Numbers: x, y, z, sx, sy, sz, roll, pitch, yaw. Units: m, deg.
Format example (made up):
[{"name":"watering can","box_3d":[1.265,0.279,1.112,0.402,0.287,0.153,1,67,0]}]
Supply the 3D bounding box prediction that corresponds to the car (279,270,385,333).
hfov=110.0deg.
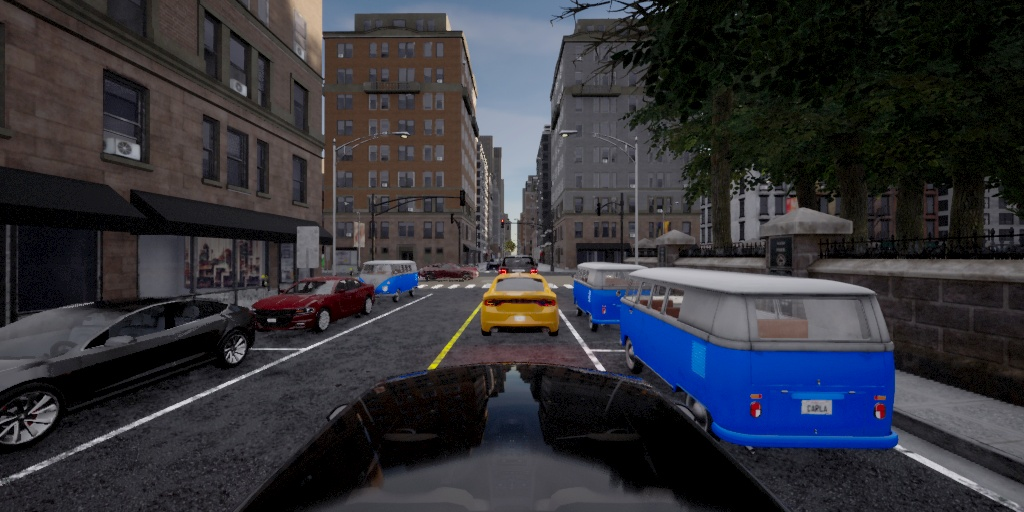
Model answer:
[{"name":"car","box_3d":[-5.697,1.294,10.818,1.888,1.381,4.507,0,0,1]}]

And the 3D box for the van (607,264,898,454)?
[{"name":"van","box_3d":[2.714,1.090,5.001,1.690,1.789,3.998,0,0,1]}]

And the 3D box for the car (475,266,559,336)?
[{"name":"car","box_3d":[0.224,1.226,10.405,1.882,1.535,5.008,0,0,1]}]

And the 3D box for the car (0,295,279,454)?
[{"name":"car","box_3d":[-5.809,1.315,5.159,1.948,1.339,4.313,0,0,1]}]

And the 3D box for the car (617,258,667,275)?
[{"name":"car","box_3d":[13.851,1.093,38.367,4.553,1.767,2.097,0,0,0]}]

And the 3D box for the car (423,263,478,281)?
[{"name":"car","box_3d":[-5.039,1.250,28.538,4.674,1.442,1.812,0,0,0]}]

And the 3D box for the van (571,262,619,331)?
[{"name":"van","box_3d":[2.827,1.089,10.658,1.690,1.789,3.998,0,0,1]}]

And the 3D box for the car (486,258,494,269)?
[{"name":"car","box_3d":[-2.311,1.085,49.610,2.097,1.767,4.553,0,0,2]}]

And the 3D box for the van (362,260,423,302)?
[{"name":"van","box_3d":[-5.584,1.087,16.477,1.690,1.789,3.998,0,0,1]}]

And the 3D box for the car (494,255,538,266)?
[{"name":"car","box_3d":[0.328,0.965,20.361,2.150,2.045,5.566,0,0,0]}]
